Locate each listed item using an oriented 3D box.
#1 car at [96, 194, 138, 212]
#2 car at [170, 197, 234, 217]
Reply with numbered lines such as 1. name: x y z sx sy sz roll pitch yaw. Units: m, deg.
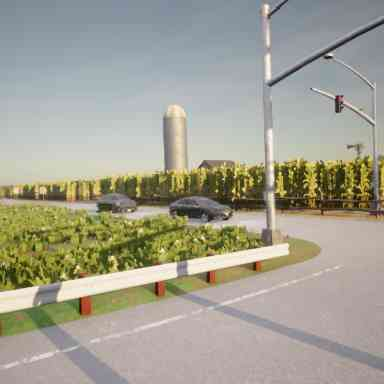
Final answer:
1. car: -6.734 0.968 29.613 2.097 1.767 4.553 -3 2 -40
2. car: 0.466 1.080 21.137 1.837 1.490 4.892 -3 2 -40
